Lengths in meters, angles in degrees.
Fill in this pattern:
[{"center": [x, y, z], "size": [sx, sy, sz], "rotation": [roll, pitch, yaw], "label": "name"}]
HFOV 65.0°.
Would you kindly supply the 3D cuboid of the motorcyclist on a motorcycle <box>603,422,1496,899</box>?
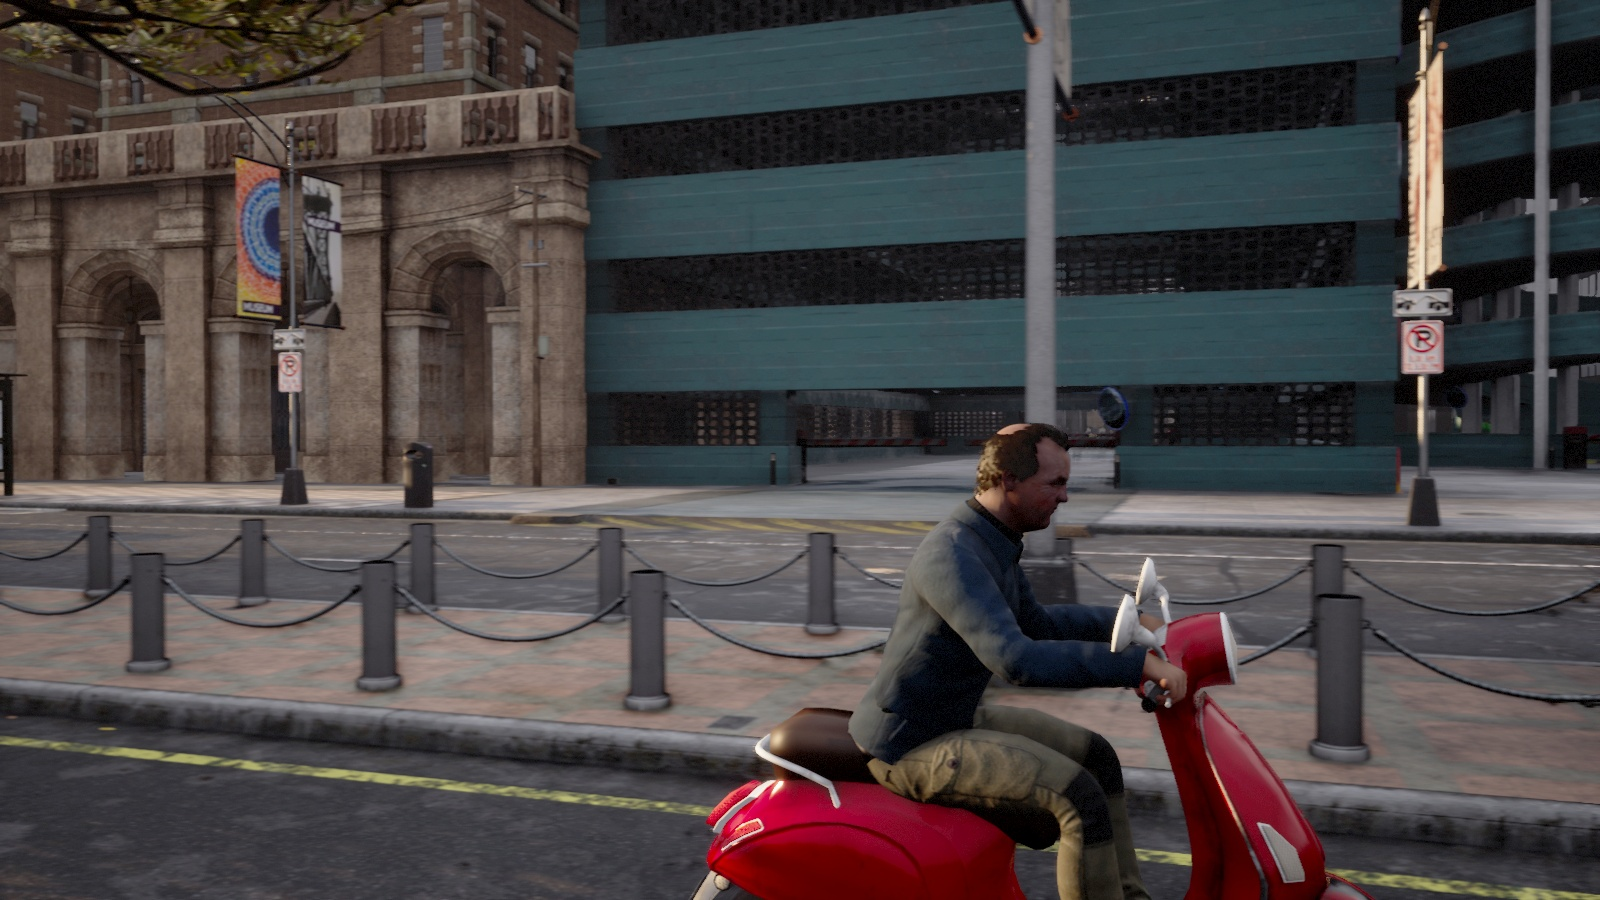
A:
[{"center": [0.546, 0.734, 3.009], "size": [1.817, 1.590, 0.866], "rotation": [1, 1, 19], "label": "motorcyclist on a motorcycle"}]
